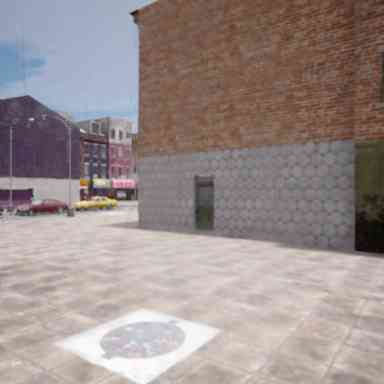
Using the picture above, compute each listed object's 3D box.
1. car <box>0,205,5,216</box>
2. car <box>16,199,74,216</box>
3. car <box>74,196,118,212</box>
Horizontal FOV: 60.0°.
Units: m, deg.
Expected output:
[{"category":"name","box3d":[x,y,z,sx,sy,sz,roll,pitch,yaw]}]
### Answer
[{"category":"car","box3d":[-15.809,1.322,23.660,2.008,1.369,4.403,2,2,36]},{"category":"car","box3d":[-12.595,1.234,28.162,1.802,1.307,4.206,2,2,36]},{"category":"car","box3d":[-9.479,1.062,32.524,1.752,1.417,4.829,2,2,36]}]
